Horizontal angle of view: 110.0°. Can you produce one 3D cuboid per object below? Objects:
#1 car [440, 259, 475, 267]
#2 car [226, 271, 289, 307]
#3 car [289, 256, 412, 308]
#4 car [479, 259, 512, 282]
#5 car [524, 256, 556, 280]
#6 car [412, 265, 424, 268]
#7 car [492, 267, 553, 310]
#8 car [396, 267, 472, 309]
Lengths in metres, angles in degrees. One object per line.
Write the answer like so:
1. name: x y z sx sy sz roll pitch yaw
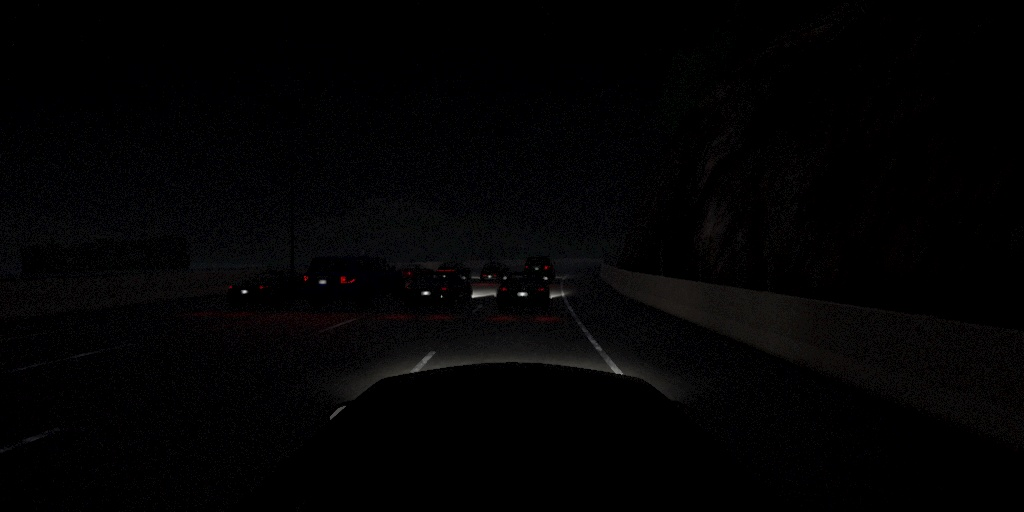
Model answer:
1. car: -4.706 1.266 29.414 1.837 1.490 4.892 0 0 9
2. car: -9.934 1.322 15.536 1.994 1.385 4.181 0 0 5
3. car: -6.443 1.008 15.285 2.150 2.045 5.566 0 0 5
4. car: -1.253 1.266 28.843 1.837 1.490 4.892 0 0 9
5. car: 2.205 1.008 28.301 2.150 2.045 5.566 0 0 9
6. car: -8.154 1.366 30.015 1.895 1.301 4.718 0 0 9
7. car: 0.531 1.322 14.692 1.994 1.385 4.181 0 0 5
8. car: -2.957 1.322 14.973 1.994 1.385 4.181 0 0 5
